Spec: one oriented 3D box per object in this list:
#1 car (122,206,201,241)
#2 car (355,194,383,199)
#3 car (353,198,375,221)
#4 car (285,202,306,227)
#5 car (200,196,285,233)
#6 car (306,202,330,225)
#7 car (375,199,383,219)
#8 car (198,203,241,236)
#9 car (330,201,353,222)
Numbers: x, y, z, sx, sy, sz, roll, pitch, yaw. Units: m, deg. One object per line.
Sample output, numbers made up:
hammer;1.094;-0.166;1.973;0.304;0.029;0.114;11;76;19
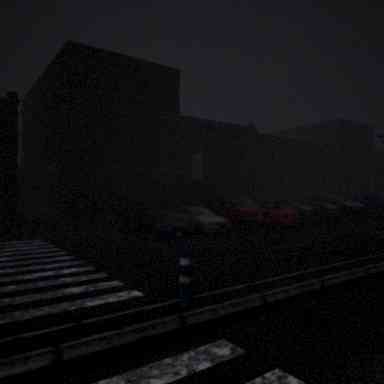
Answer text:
car;-1.974;1.540;17.205;2.163;1.488;4.792;0;0;-36
car;18.218;1.221;31.635;2.435;2.045;5.566;0;0;-36
car;11.474;1.482;26.845;2.097;1.535;5.008;0;0;-36
car;4.758;1.372;22.014;2.185;1.767;4.553;0;0;-36
car;2.513;1.251;20.413;2.435;2.045;5.566;0;0;-36
car;6.880;1.533;23.565;2.002;1.452;4.674;0;0;-36
car;13.713;1.517;28.454;2.002;1.452;4.674;0;0;-36
car;0.251;1.547;18.834;2.002;1.452;4.674;0;0;-36
car;9.230;1.527;25.244;2.002;1.452;4.674;0;0;-36
